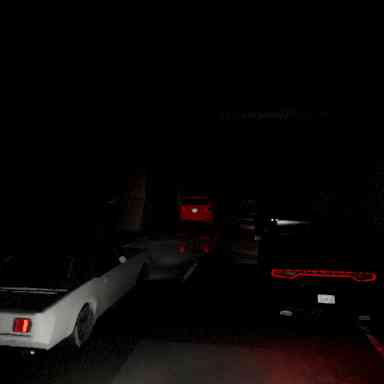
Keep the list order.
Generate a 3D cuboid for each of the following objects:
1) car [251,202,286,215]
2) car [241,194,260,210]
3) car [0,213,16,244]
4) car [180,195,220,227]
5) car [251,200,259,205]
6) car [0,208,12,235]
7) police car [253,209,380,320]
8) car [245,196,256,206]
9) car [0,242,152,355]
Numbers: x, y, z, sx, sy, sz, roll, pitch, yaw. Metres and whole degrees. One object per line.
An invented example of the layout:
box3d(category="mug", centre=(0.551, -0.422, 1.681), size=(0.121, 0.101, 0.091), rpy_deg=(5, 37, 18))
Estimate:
box3d(category="car", centre=(4.194, 1.505, 17.352), size=(1.837, 1.490, 4.892), rpy_deg=(0, 0, 10))
box3d(category="car", centre=(7.634, 1.221, 43.587), size=(2.150, 2.045, 5.566), rpy_deg=(0, 0, 11))
box3d(category="car", centre=(-8.470, 1.477, 12.568), size=(1.882, 1.535, 5.008), rpy_deg=(0, 0, 10))
box3d(category="car", centre=(0.631, 1.222, 22.795), size=(2.150, 2.045, 5.566), rpy_deg=(0, 0, 10))
box3d(category="car", centre=(5.229, 1.526, 23.262), size=(1.812, 1.442, 4.674), rpy_deg=(0, 0, 10))
box3d(category="car", centre=(-11.323, 1.564, 16.575), size=(1.994, 1.385, 4.181), rpy_deg=(0, 0, 10))
box3d(category="police car", centre=(2.489, 1.425, 7.611), size=(1.930, 1.638, 5.238), rpy_deg=(0, 0, 10))
box3d(category="car", centre=(9.992, 1.526, 57.207), size=(1.812, 1.442, 4.674), rpy_deg=(0, 0, 10))
box3d(category="car", centre=(-2.217, 1.601, 6.258), size=(1.895, 1.301, 4.718), rpy_deg=(0, 0, 9))
